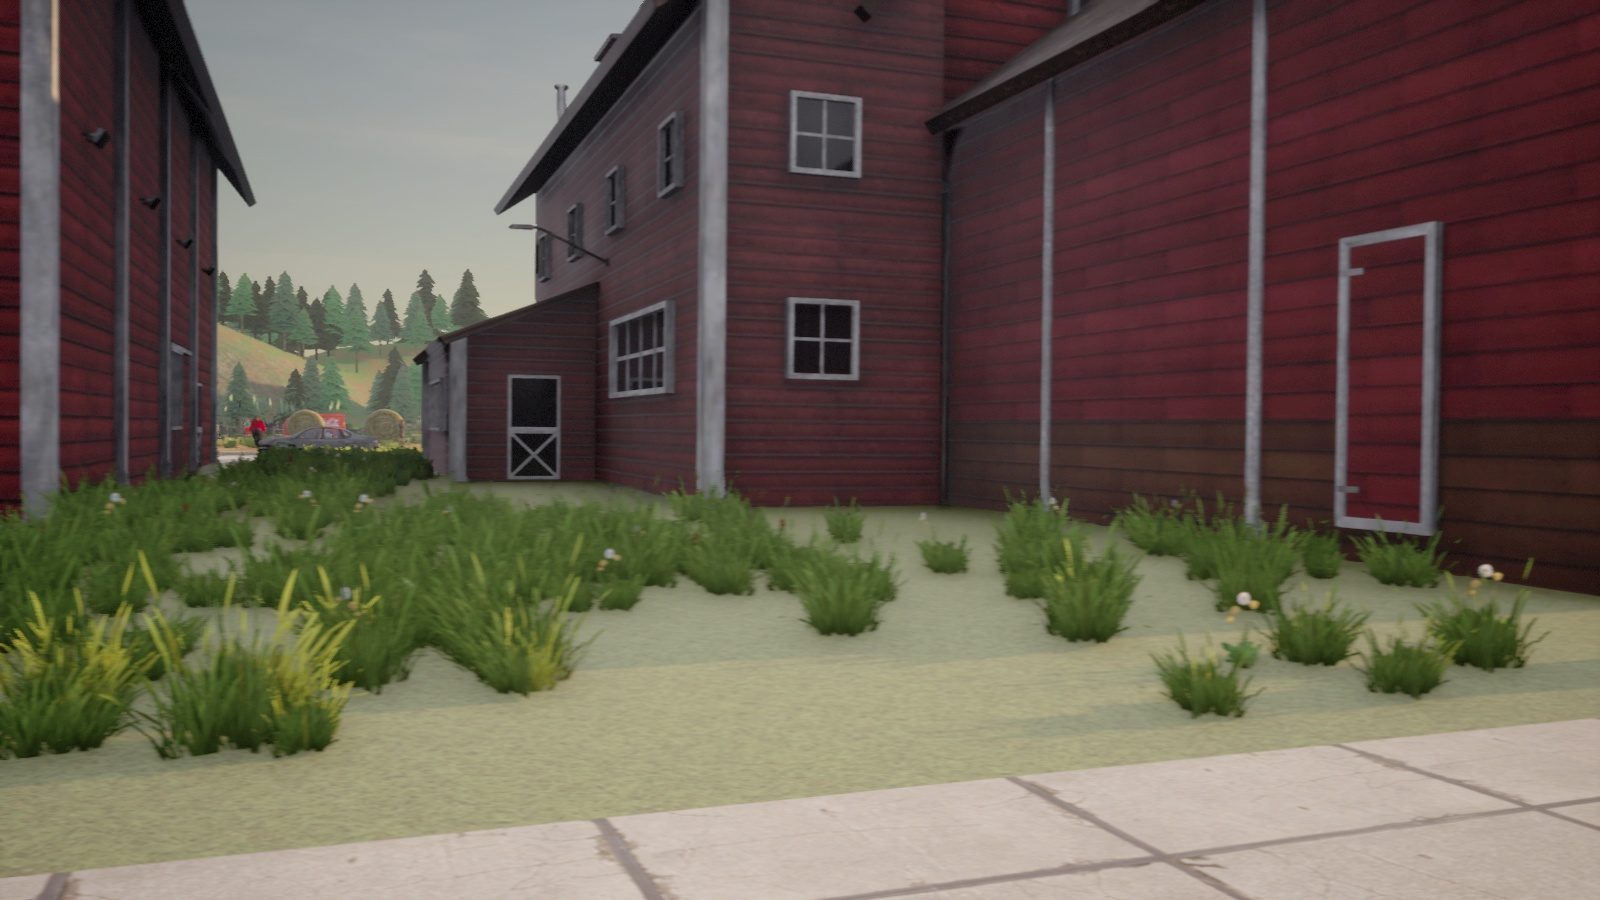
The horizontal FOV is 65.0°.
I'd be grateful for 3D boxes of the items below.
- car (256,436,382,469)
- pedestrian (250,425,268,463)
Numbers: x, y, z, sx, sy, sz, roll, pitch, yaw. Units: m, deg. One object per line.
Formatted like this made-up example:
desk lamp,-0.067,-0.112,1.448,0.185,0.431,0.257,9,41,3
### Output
car,-22.275,0.111,58.315,5.357,1.411,2.033,-1,1,-21
pedestrian,-26.623,-0.284,61.778,0.634,1.844,0.899,-1,1,-15
